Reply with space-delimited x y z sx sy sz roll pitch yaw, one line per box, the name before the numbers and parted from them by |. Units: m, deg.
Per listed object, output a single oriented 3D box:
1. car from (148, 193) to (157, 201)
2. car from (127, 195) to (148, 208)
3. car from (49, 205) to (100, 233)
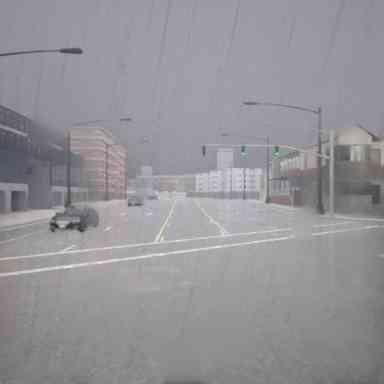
car | -8.446 1.034 70.819 1.882 1.535 5.008 0 0 -2
car | -7.707 1.302 45.773 2.128 1.511 4.902 0 1 -2
car | -6.952 1.548 20.100 2.128 1.511 4.902 0 0 -2
